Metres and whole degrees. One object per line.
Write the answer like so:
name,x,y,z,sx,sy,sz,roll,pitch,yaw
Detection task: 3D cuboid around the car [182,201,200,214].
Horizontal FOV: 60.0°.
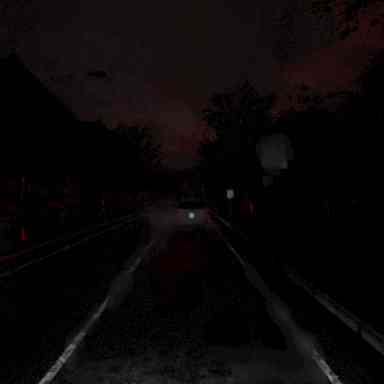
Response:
car,-0.163,1.895,41.186,2.033,1.411,5.357,0,0,0

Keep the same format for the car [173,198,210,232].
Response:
car,-0.033,1.404,21.475,2.150,2.045,5.566,0,0,0

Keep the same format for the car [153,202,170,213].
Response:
car,-3.863,1.959,42.130,1.895,1.301,4.718,0,0,0
